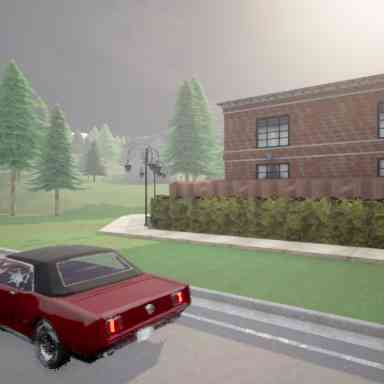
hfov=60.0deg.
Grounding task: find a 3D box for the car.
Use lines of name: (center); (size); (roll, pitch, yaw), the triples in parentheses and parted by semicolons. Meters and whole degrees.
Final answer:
car: (-2.421, 1.601, 5.717); (4.718, 1.301, 1.895); (0, 0, 36)
